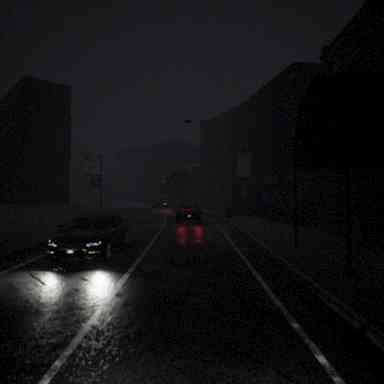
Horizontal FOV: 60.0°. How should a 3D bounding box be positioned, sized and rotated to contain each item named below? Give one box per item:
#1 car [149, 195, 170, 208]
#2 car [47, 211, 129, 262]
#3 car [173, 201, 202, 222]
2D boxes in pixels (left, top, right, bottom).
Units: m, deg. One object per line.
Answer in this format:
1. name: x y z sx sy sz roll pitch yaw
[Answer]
1. car: -4.135 1.144 42.344 1.837 1.490 4.892 2 1 -21
2. car: -3.548 1.495 12.154 1.837 1.490 4.892 0 0 0
3. car: -0.347 1.393 25.011 2.128 1.511 4.902 0 1 -4
